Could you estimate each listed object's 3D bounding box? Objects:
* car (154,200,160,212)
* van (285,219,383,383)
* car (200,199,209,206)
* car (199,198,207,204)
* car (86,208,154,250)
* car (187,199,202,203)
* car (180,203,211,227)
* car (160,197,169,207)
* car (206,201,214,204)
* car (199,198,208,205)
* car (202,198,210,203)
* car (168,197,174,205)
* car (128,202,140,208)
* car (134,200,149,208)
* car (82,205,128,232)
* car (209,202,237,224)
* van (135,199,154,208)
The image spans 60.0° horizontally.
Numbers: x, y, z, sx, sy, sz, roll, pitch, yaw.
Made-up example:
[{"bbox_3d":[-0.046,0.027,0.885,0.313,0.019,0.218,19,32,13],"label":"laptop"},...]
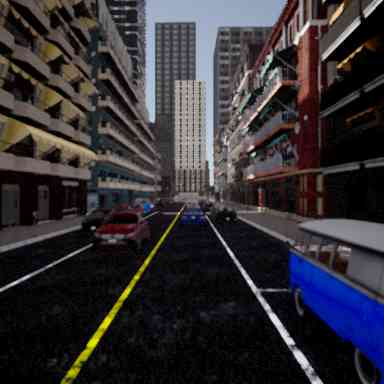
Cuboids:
[{"bbox_3d":[-5.726,1.811,43.634,1.967,1.590,4.097,0,0,0],"label":"car"},{"bbox_3d":[2.677,1.385,4.964,1.690,1.788,3.998,0,0,0],"label":"van"},{"bbox_3d":[2.639,2.161,71.240,1.887,1.381,4.507,-1,-1,0],"label":"car"},{"bbox_3d":[2.632,2.241,82.457,1.752,1.417,4.829,-1,-1,0],"label":"car"},{"bbox_3d":[-3.031,1.653,15.055,1.812,1.442,4.674,0,-1,0],"label":"car"},{"bbox_3d":[0.072,1.993,45.998,1.895,1.301,4.718,0,-1,0],"label":"car"},{"bbox_3d":[0.083,1.755,24.574,2.033,1.411,5.357,0,-1,0],"label":"car"},{"bbox_3d":[-5.735,2.082,60.203,1.947,1.339,4.313,-1,-1,0],"label":"car"},{"bbox_3d":[2.662,1.828,32.578,2.008,1.369,4.403,-1,0,0],"label":"car"},{"bbox_3d":[2.636,2.216,76.763,2.008,1.369,4.403,-1,-1,0],"label":"car"},{"bbox_3d":[2.652,1.972,49.148,2.008,1.369,4.403,-1,-1,0],"label":"car"},{"bbox_3d":[-5.744,1.929,71.250,2.192,1.841,5.009,-1,-1,0],"label":"car"},{"bbox_3d":[-5.715,1.773,27.063,1.887,1.381,4.507,0,0,0],"label":"car"},{"bbox_3d":[-5.719,1.820,32.586,1.887,1.381,4.507,0,0,0],"label":"car"},{"bbox_3d":[-5.711,1.747,21.539,1.947,1.339,4.313,0,0,0],"label":"car"},{"bbox_3d":[2.666,1.781,27.054,2.008,1.369,4.403,-1,0,0],"label":"car"},{"bbox_3d":[-5.724,1.664,38.111,1.690,1.788,3.998,0,0,0],"label":"van"}]
